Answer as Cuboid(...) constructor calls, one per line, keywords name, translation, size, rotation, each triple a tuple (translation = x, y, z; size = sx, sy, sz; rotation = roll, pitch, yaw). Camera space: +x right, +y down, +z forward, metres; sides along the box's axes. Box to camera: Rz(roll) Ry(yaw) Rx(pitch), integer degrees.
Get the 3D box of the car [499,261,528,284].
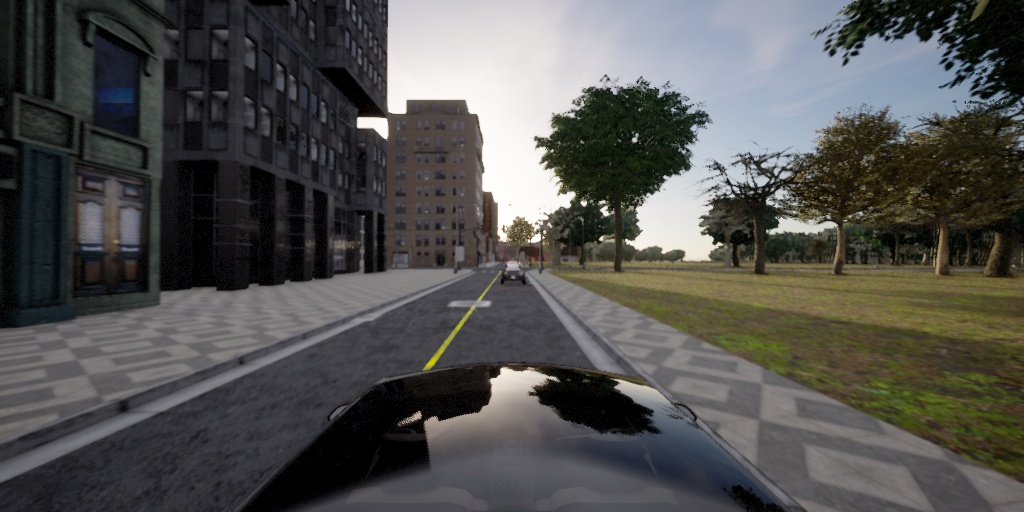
Cuboid(name="car", translation=(0.093, 1.326, 27.407), size=(1.812, 1.442, 4.674), rotation=(0, 0, 0))
